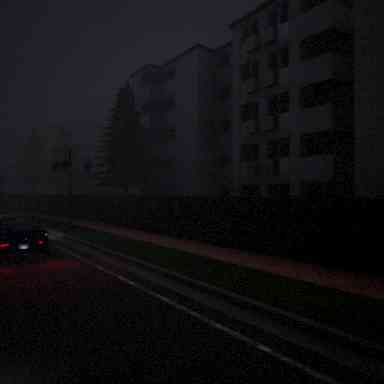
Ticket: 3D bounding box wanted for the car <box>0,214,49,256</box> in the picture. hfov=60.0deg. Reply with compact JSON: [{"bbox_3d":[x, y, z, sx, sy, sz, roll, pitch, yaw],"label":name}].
[{"bbox_3d":[-6.711,1.563,12.516,1.812,1.442,4.674,0,0,-36],"label":"car"}]
